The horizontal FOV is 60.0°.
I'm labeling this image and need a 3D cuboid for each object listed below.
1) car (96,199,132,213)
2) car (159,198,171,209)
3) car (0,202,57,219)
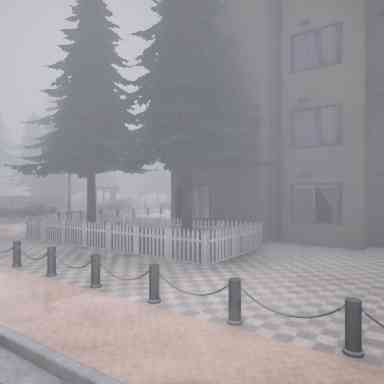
[{"bbox_3d":[-8.737,1.475,36.250,2.128,1.511,4.902,0,0,37],"label":"car"},{"bbox_3d":[-2.449,1.510,44.534,1.812,1.442,4.674,0,0,37],"label":"car"},{"bbox_3d":[-14.366,1.585,28.805,1.895,1.301,4.718,0,0,37],"label":"car"}]
